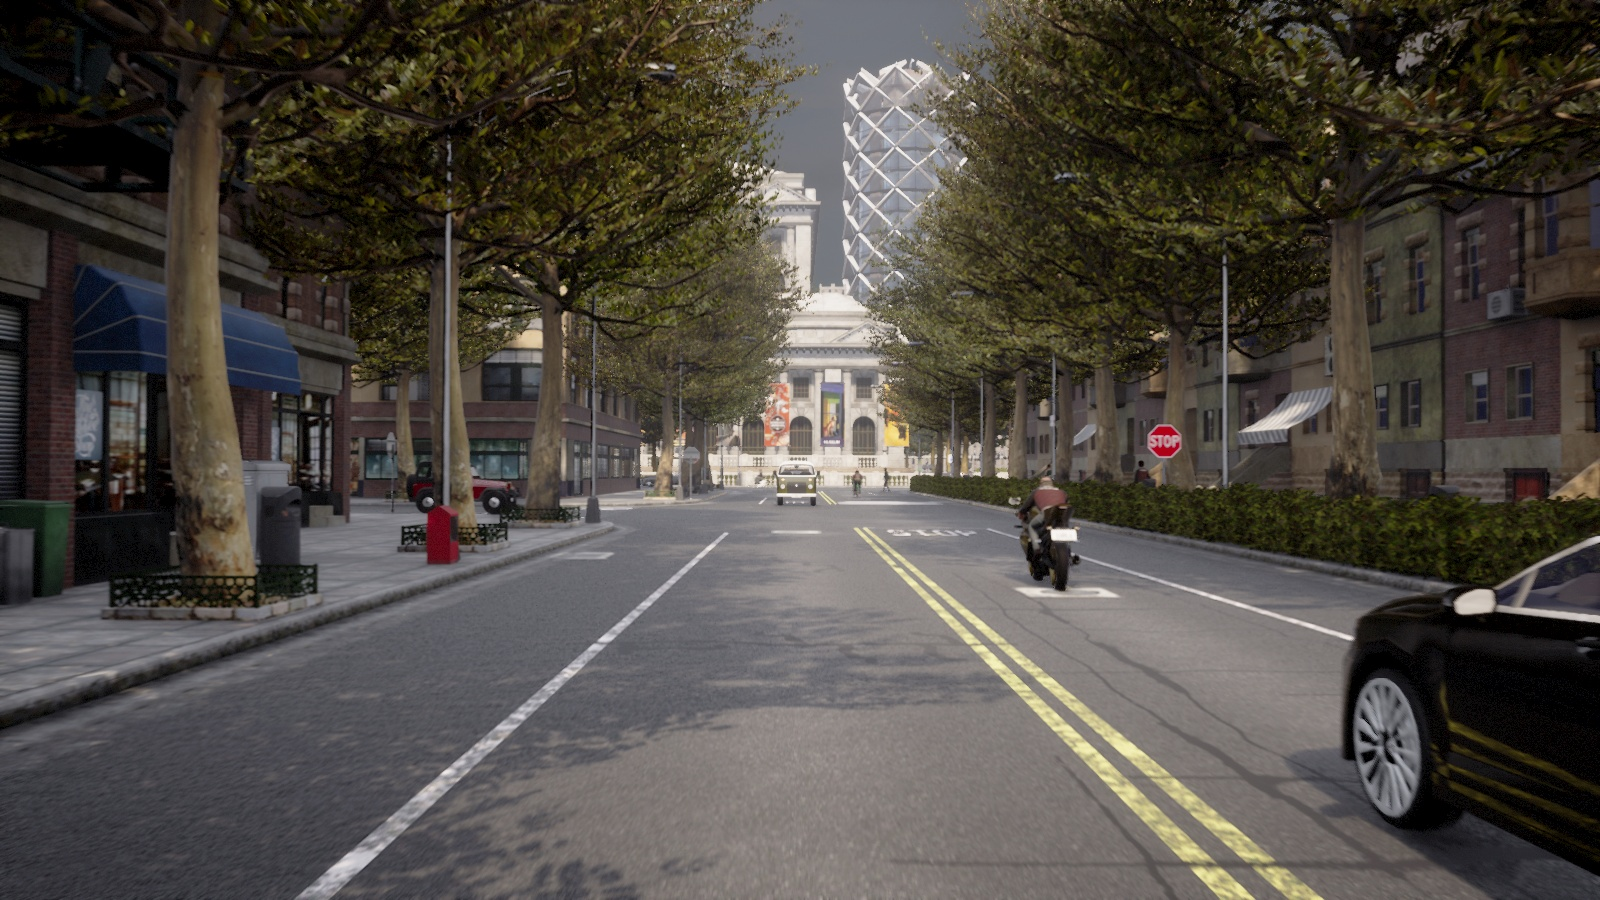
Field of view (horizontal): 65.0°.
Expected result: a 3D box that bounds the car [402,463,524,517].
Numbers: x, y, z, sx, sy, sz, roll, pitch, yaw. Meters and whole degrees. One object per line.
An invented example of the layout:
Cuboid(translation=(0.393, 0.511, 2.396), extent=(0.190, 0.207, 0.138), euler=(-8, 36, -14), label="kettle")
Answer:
Cuboid(translation=(-11.957, 1.408, 44.762), extent=(3.866, 1.878, 1.905), euler=(0, -1, -1), label="car")

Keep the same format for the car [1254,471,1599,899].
Cuboid(translation=(3.489, 0.828, 4.220), extent=(2.128, 1.511, 4.902), euler=(0, -1, 0), label="car")

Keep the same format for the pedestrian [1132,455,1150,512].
Cuboid(translation=(11.730, 1.147, 43.178), extent=(0.402, 1.930, 0.666), euler=(0, -1, 0), label="pedestrian")

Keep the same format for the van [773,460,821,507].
Cuboid(translation=(-0.139, 1.492, 56.944), extent=(2.069, 2.038, 4.480), euler=(0, -1, 0), label="van")

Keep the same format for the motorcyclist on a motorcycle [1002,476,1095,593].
Cuboid(translation=(3.457, 1.132, 17.664), extent=(0.866, 1.530, 2.191), euler=(0, -1, 0), label="motorcyclist on a motorcycle")
